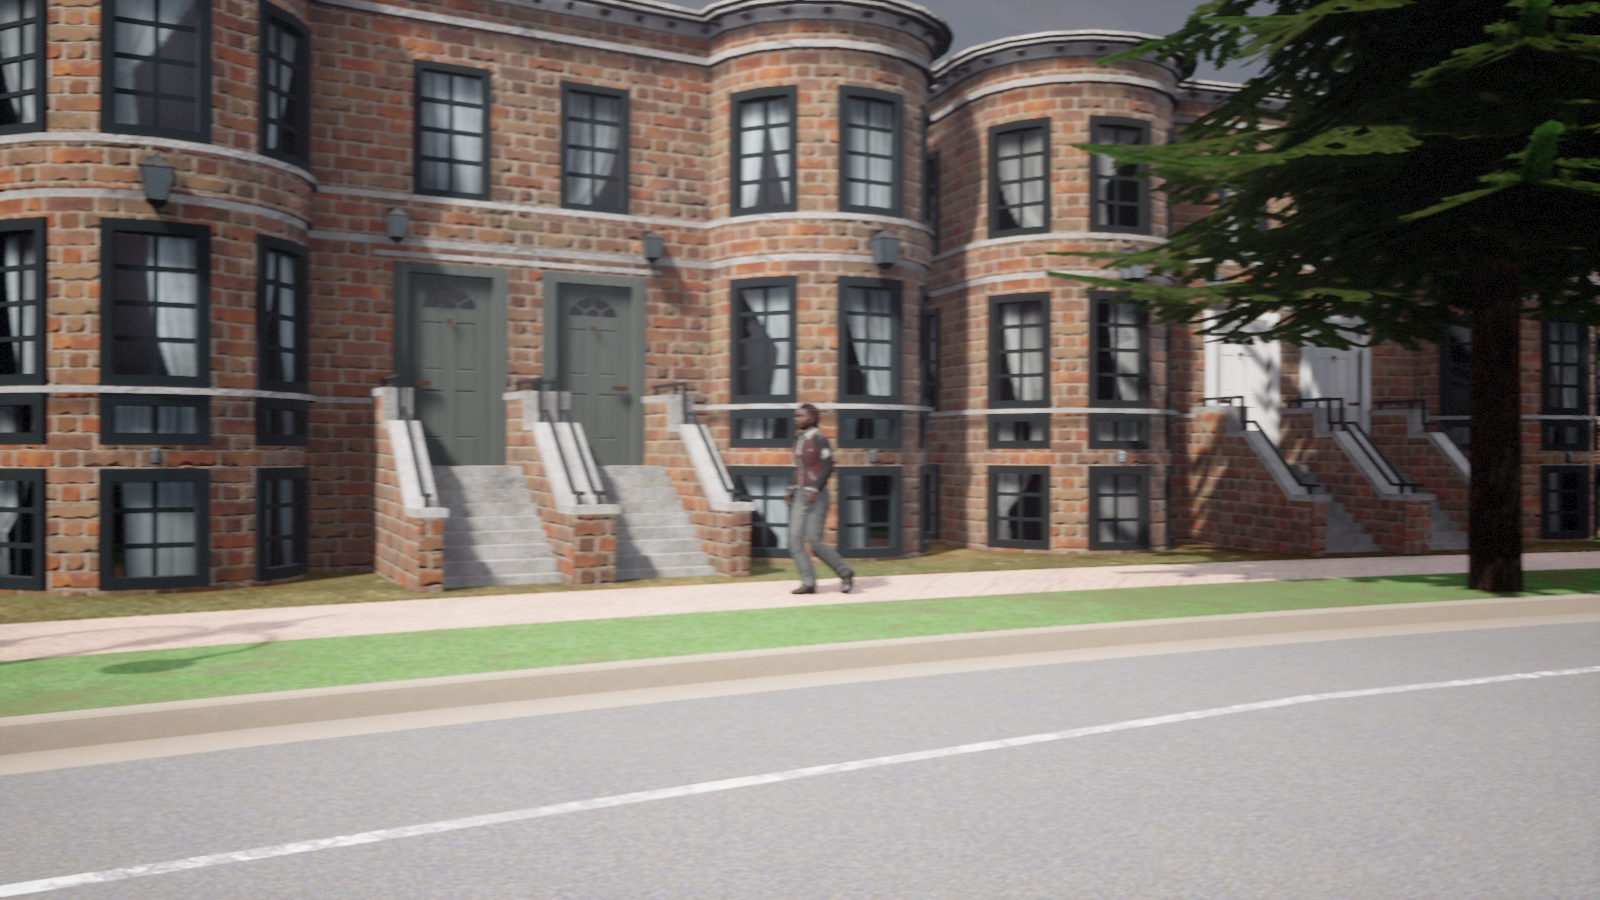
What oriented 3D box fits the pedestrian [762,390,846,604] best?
[{"bbox_3d":[0.040,0.426,11.724,0.666,1.930,0.402,0,0,-35],"label":"pedestrian"}]
